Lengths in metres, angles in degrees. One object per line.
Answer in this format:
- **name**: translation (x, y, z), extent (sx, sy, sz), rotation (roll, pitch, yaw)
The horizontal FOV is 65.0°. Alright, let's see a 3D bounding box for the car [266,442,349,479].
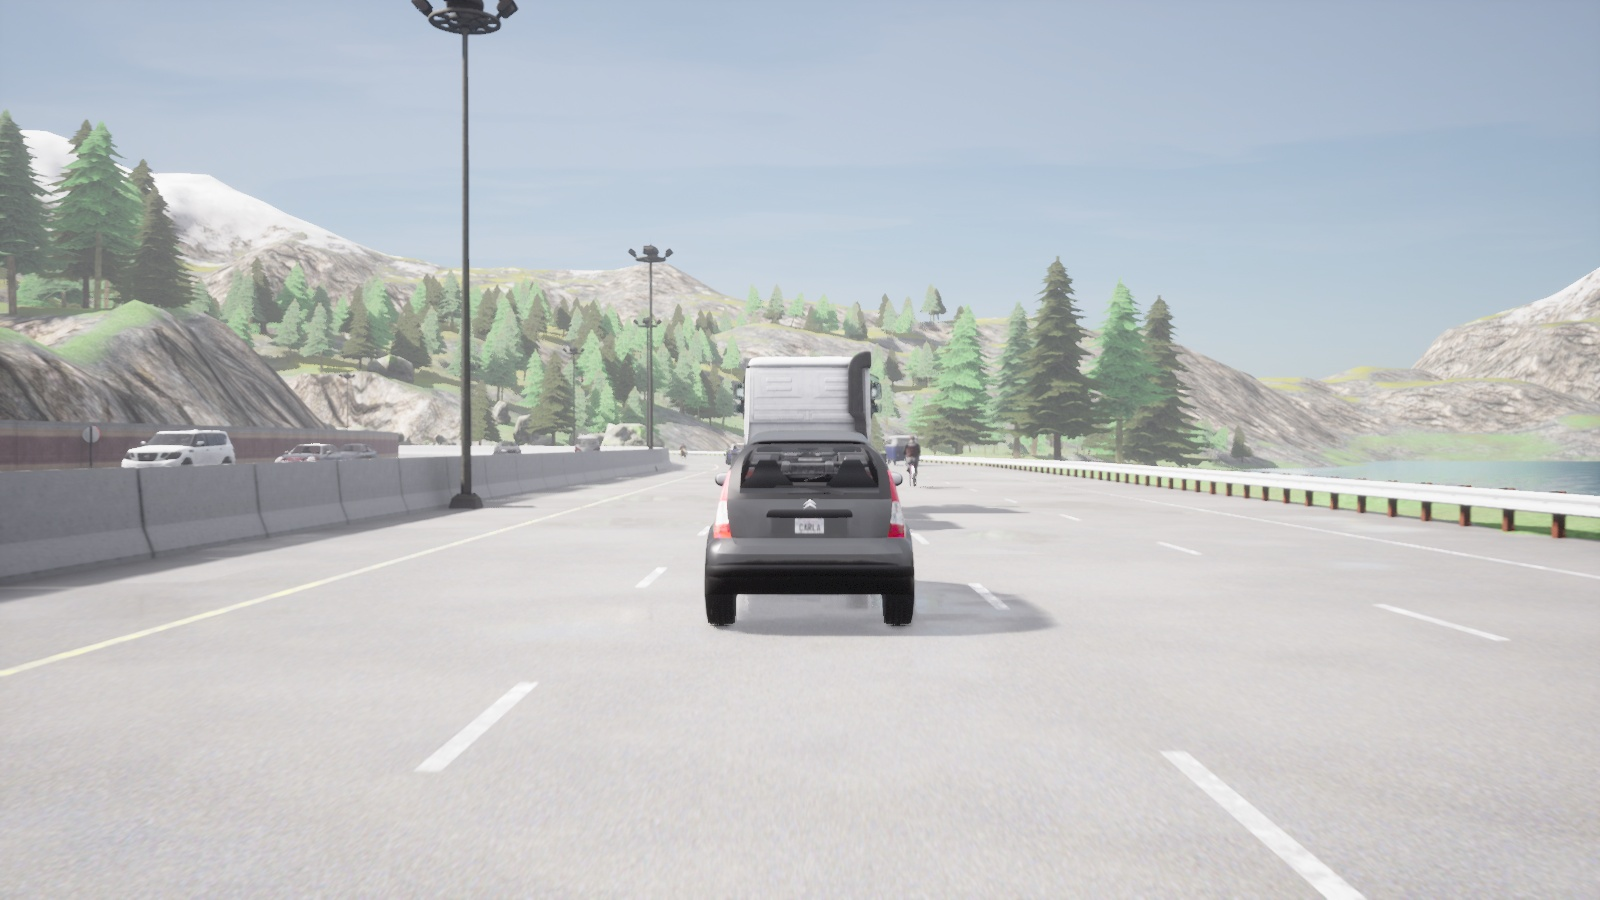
- **car**: translation (-20.685, 0.418, 52.926), extent (1.970, 1.475, 3.806), rotation (0, 0, 0)

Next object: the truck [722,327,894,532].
- **truck**: translation (0.158, -0.367, 25.171), extent (2.891, 3.462, 7.936), rotation (0, 0, 0)

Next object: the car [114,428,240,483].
- **car**: translation (-24.207, 0.189, 49.083), extent (2.150, 2.045, 5.566), rotation (0, 0, 0)

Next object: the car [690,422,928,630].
- **car**: translation (0.082, 0.583, 11.755), extent (1.851, 1.617, 3.988), rotation (0, 0, 0)

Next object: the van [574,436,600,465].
- **van**: translation (-15.050, 0.021, 88.877), extent (1.775, 1.987, 4.442), rotation (0, 0, -8)

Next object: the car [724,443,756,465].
- **car**: translation (-4.189, 0.255, 86.784), extent (1.970, 1.475, 3.806), rotation (0, 0, -7)

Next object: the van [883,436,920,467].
- **van**: translation (6.715, 0.068, 83.484), extent (1.775, 1.987, 4.442), rotation (0, 0, -5)

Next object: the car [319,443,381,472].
- **car**: translation (-24.106, 0.388, 67.450), extent (1.816, 1.474, 4.193), rotation (0, 0, 0)
